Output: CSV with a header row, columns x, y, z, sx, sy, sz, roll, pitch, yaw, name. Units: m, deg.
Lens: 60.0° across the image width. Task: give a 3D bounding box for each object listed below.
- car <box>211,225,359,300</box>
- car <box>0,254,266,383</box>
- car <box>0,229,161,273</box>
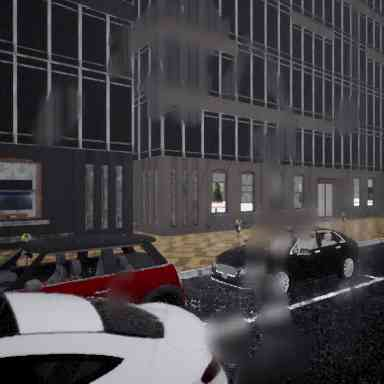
x,y,z,sx,sy,sz,roll,pitch,yaw,name
2.467,1.550,8.321,4.403,1.369,2.008,0,0,-36,car
-1.850,1.526,2.058,4.674,1.442,1.812,0,0,-35,car
-2.166,1.440,5.016,4.097,1.590,1.967,0,0,-36,car
